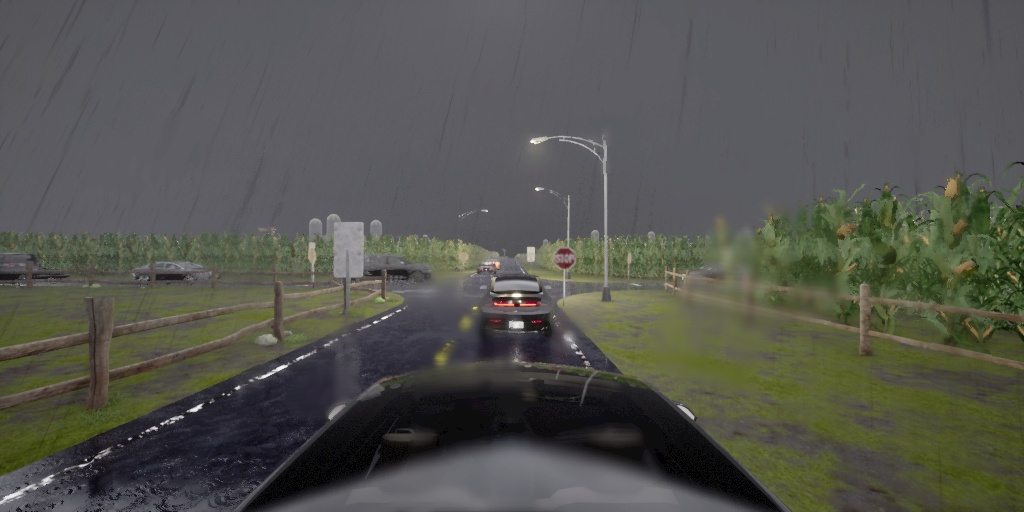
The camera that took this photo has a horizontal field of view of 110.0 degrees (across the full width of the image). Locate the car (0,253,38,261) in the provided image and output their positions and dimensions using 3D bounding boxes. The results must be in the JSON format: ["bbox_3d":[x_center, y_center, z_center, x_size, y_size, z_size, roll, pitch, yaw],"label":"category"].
[{"bbox_3d":[-38.477,0.781,26.500,5.566,2.045,2.150,0,-1,1],"label":"car"}]

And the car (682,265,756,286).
[{"bbox_3d":[14.874,1.361,25.897,4.902,1.511,2.128,0,-1,1],"label":"car"}]

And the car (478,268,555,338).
[{"bbox_3d":[0.108,1.256,10.248,1.837,1.490,4.892,0,0,0],"label":"car"}]

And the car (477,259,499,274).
[{"bbox_3d":[-2.802,1.304,40.892,1.994,1.385,4.181,0,0,0],"label":"car"}]

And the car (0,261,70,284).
[{"bbox_3d":[-32.252,1.162,23.479,4.718,1.301,1.895,0,-1,1],"label":"car"}]

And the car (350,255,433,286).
[{"bbox_3d":[-8.118,0.927,24.107,5.566,2.045,2.150,0,0,-12],"label":"car"}]

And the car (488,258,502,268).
[{"bbox_3d":[-2.777,1.086,50.982,2.097,1.767,4.553,0,0,0],"label":"car"}]

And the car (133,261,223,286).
[{"bbox_3d":[-21.629,1.108,23.360,4.902,1.511,2.128,0,-1,1],"label":"car"}]
